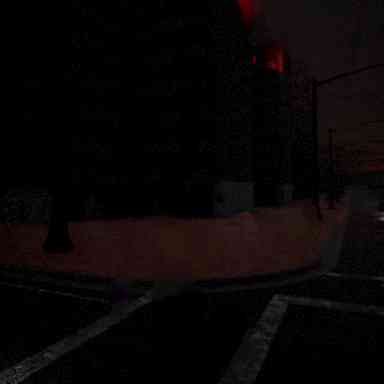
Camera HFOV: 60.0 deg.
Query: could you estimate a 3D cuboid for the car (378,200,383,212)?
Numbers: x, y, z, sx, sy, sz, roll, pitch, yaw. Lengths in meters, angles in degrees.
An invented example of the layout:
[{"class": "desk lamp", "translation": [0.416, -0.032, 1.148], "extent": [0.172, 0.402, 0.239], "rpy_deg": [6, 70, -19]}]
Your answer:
[{"class": "car", "translation": [22.795, 1.611, 38.696], "extent": [1.895, 1.301, 4.718], "rpy_deg": [-1, -1, 26]}]
